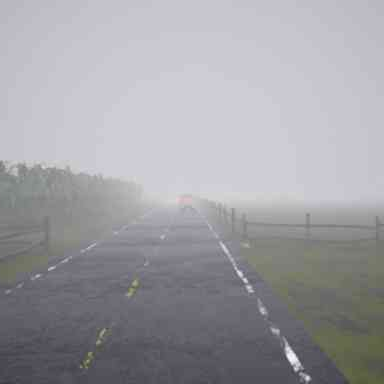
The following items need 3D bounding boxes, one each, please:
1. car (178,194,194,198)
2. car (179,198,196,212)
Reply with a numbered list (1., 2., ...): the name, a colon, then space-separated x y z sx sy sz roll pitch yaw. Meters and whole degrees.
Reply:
1. car: -0.821 1.295 49.203 2.150 2.045 5.566 0 0 -2
2. car: -0.524 1.662 39.048 1.895 1.301 4.718 0 0 -2
